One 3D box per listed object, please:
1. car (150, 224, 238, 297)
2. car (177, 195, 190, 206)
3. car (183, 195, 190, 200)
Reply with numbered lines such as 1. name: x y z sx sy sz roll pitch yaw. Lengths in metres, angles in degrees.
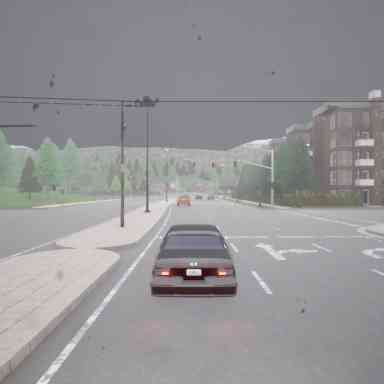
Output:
1. car: 0.042 1.547 8.725 2.033 1.411 5.357 0 0 0
2. car: -1.364 1.352 54.470 2.097 1.767 4.553 0 0 -1
3. car: -1.556 1.524 95.473 1.812 1.442 4.674 0 0 0
